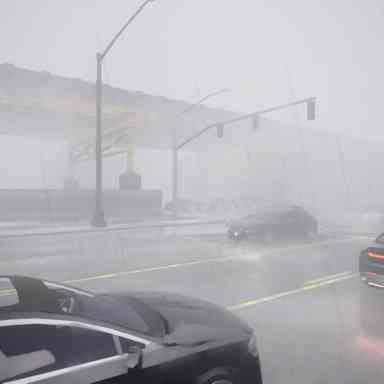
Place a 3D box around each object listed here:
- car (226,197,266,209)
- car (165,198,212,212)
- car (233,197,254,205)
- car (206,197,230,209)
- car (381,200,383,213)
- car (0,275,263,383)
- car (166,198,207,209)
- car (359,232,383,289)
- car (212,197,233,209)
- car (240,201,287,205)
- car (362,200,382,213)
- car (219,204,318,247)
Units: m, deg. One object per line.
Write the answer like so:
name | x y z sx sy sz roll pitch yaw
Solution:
car | 7.143 1.452 44.440 4.974 1.542 2.038 0 0 -7
car | -0.530 1.453 38.017 4.974 1.542 2.038 0 0 8
car | 7.092 1.295 44.434 4.536 1.218 1.853 0 0 -7
car | 3.238 1.295 40.741 1.853 1.218 4.536 0 0 18
car | 20.355 1.547 31.582 5.357 1.411 2.033 0 0 -41
car | -1.529 1.491 2.664 4.902 1.511 2.128 0 0 -35
car | -0.582 1.295 38.025 4.536 1.218 1.853 0 0 8
car | 5.901 1.505 7.947 4.892 1.490 1.837 0 0 -35
car | 3.222 1.453 40.692 2.038 1.542 4.974 0 0 18
car | 5.528 1.505 20.855 4.892 1.490 1.837 0 1 -37
car | 20.777 1.547 36.498 5.357 1.411 2.033 0 0 -37
car | 3.806 1.505 15.277 4.892 1.490 1.837 0 0 -36
